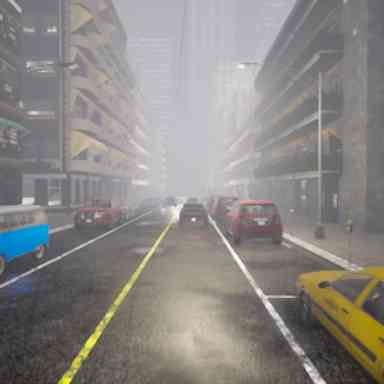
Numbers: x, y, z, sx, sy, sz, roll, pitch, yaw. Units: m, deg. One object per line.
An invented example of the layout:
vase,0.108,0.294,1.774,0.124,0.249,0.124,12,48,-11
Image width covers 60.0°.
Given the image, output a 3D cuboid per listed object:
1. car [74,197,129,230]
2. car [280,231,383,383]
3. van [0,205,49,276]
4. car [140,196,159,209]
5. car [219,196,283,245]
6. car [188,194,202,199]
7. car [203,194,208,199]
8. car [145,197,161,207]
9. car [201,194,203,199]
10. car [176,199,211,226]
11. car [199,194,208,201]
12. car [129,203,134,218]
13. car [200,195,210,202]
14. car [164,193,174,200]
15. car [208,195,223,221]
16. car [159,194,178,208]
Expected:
car,-5.692,1.258,20.841,2.192,1.841,5.009,-1,0,0
car,2.681,1.514,4.177,1.752,1.417,4.829,-1,0,0
van,-5.669,1.315,9.637,1.690,1.788,3.998,-1,0,0
car,-5.698,1.466,43.250,1.802,1.307,4.206,-1,0,0
car,2.678,1.274,15.210,2.192,1.841,5.009,-1,0,0
car,0.102,1.403,45.418,1.812,1.442,4.674,0,0,0
car,2.679,1.214,37.619,2.192,1.841,5.009,-1,0,0
car,-5.698,1.451,48.852,1.802,1.307,4.206,-1,0,0
car,2.683,1.350,65.799,1.752,1.417,4.829,-1,0,0
car,0.102,1.442,23.011,1.837,1.490,4.892,0,0,0
car,2.682,1.236,76.833,1.967,1.590,4.097,-1,0,0
car,-5.706,1.479,26.444,2.008,1.369,4.403,-1,0,0
car,2.683,1.376,71.231,1.947,1.339,4.313,-1,0,0
car,-5.700,1.097,82.464,2.192,1.841,5.009,-1,0,0
car,2.678,1.243,26.414,2.192,1.841,5.009,-1,0,0
car,-3.022,1.353,46.210,1.882,1.535,5.008,0,0,0
